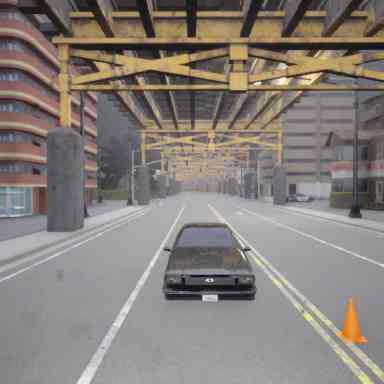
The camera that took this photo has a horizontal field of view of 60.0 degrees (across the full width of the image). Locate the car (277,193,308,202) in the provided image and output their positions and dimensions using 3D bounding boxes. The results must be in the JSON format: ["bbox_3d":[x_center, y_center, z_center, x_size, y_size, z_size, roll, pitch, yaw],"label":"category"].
[{"bbox_3d":[17.817,0.958,58.994,4.974,1.542,2.038,0,1,25],"label":"car"}]

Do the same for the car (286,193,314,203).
[{"bbox_3d":[17.469,1.006,54.837,4.974,1.542,2.038,0,1,-20],"label":"car"}]

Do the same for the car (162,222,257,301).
[{"bbox_3d":[0.362,1.533,8.725,2.033,1.411,5.357,0,0,1],"label":"car"}]

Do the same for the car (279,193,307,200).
[{"bbox_3d":[17.864,0.801,58.971,4.536,1.218,1.853,0,1,25],"label":"car"}]

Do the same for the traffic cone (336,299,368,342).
[{"bbox_3d":[2.454,1.949,5.118,0.340,0.580,0.340,0,0,0],"label":"traffic cone"}]

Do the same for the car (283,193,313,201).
[{"bbox_3d":[17.517,0.848,54.853,4.536,1.218,1.853,0,1,-20],"label":"car"}]
